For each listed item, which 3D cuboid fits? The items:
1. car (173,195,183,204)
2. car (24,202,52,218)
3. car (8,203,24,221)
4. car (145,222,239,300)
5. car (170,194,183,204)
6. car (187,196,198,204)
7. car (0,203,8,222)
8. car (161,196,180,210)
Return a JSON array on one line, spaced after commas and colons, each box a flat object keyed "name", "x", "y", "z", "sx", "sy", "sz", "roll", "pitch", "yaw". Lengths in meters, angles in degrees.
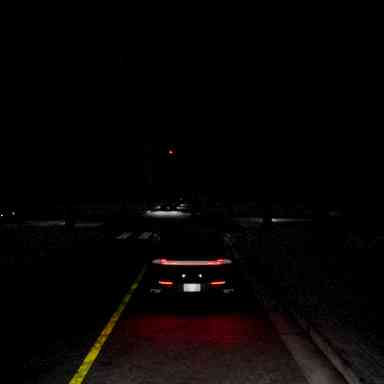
[{"name": "car", "x": -2.836, "y": 1.509, "z": 51.328, "sx": 2.033, "sy": 1.411, "sz": 5.357, "roll": 0, "pitch": 0, "yaw": 0}, {"name": "car", "x": -14.759, "y": 1.581, "z": 29.540, "sx": 4.313, "sy": 1.339, "sz": 1.947, "roll": 0, "pitch": 0, "yaw": 0}, {"name": "car", "x": -15.680, "y": 1.209, "z": 24.055, "sx": 5.566, "sy": 2.045, "sz": 2.150, "roll": 0, "pitch": 0, "yaw": 0}, {"name": "car", "x": 0.003, "y": 1.492, "z": 8.362, "sx": 2.128, "sy": 1.511, "sz": 4.902, "roll": 0, "pitch": 0, "yaw": 0}, {"name": "car", "x": -2.805, "y": 1.301, "z": 61.446, "sx": 2.097, "sy": 1.767, "sz": 4.553, "roll": 0, "pitch": 0, "yaw": 0}, {"name": "car", "x": 0.113, "y": 1.470, "z": 64.489, "sx": 1.812, "sy": 1.442, "sz": 4.674, "roll": 0, "pitch": 0, "yaw": 0}, {"name": "car", "x": -14.766, "y": 1.540, "z": 21.514, "sx": 4.313, "sy": 1.339, "sz": 1.947, "roll": 0, "pitch": 0, "yaw": 0}, {"name": "car", "x": -2.840, "y": 1.576, "z": 41.665, "sx": 1.895, "sy": 1.301, "sz": 4.718, "roll": 0, "pitch": 0, "yaw": 0}]
